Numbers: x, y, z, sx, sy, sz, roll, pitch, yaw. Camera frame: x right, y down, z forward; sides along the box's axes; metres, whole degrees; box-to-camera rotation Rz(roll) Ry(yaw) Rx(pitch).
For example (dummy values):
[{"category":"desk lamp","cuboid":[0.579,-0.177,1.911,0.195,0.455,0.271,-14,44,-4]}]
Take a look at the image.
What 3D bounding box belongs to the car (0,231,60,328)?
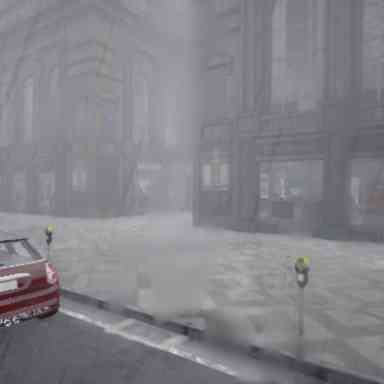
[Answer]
[{"category":"car","cuboid":[-4.266,1.388,5.999,4.097,1.590,1.967,1,1,35]}]
